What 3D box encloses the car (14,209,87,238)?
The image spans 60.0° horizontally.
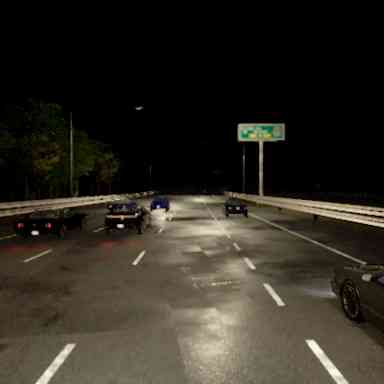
[{"bbox_3d":[-6.876,1.487,16.822,1.895,1.301,4.718,0,0,0],"label":"car"}]

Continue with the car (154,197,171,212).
[{"bbox_3d":[-3.285,1.265,34.981,1.812,1.442,4.674,0,1,0],"label":"car"}]

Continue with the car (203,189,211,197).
[{"bbox_3d":[4.347,0.511,91.945,1.837,1.490,4.892,0,1,1],"label":"car"}]

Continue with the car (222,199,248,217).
[{"bbox_3d":[3.675,1.339,28.951,2.033,1.411,5.357,0,0,1],"label":"car"}]

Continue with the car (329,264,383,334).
[{"bbox_3d":[3.589,1.522,4.047,2.033,1.411,5.357,0,0,0],"label":"car"}]

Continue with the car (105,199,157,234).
[{"bbox_3d":[-3.371,1.368,18.125,2.128,1.511,4.902,0,0,0],"label":"car"}]

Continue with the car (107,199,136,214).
[{"bbox_3d":[-6.802,1.361,32.567,1.895,1.301,4.718,0,0,0],"label":"car"}]
